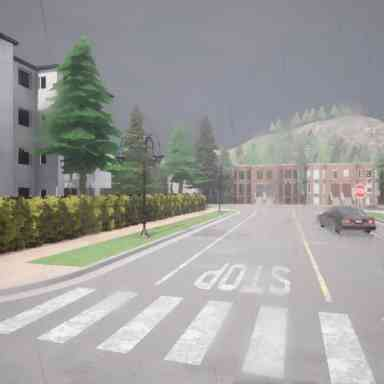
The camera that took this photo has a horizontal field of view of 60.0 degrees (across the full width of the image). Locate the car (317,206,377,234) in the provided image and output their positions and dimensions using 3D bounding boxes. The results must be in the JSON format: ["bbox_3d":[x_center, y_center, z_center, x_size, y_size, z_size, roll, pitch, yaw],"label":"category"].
[{"bbox_3d":[8.757,1.537,19.296,2.033,1.411,5.357,0,0,7],"label":"car"}]
